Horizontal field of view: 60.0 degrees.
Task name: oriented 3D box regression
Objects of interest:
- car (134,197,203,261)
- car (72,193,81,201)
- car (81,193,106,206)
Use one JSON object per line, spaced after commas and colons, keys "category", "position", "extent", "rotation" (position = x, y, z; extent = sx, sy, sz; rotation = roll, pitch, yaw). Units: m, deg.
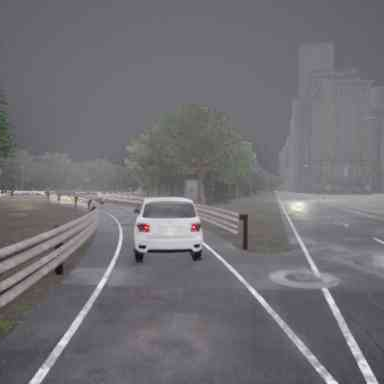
{"category": "car", "position": [-0.972, 1.190, 12.358], "extent": [2.150, 2.045, 5.566], "rotation": [0, 0, -7]}
{"category": "car", "position": [-18.584, 0.926, 54.692], "extent": [2.033, 1.411, 5.357], "rotation": [0, 1, -25]}
{"category": "car", "position": [-13.456, 1.166, 45.860], "extent": [1.895, 1.301, 4.718], "rotation": [0, 1, -32]}
